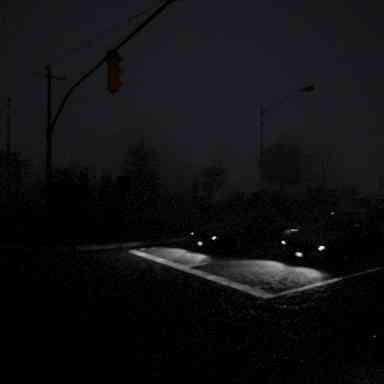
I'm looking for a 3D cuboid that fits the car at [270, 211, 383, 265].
[{"bbox_3d":[5.509,1.620,12.255,5.357,1.411,2.033,0,0,-38],"label":"car"}]

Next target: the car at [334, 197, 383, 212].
[{"bbox_3d":[10.654,1.350,20.126,5.566,2.045,2.150,0,0,-35],"label":"car"}]

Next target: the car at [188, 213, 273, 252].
[{"bbox_3d":[2.486,1.613,14.354,5.357,1.411,2.033,0,0,-35],"label":"car"}]
